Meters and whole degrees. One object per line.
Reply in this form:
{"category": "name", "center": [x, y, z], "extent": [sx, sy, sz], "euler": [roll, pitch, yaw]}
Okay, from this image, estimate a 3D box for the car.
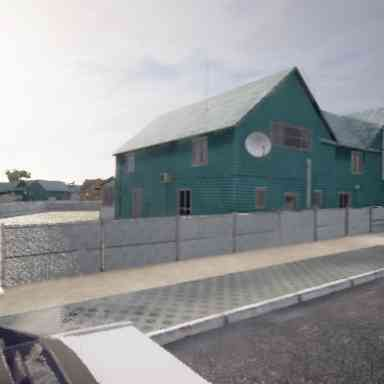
{"category": "car", "center": [-2.051, 1.600, 1.608], "extent": [4.718, 1.301, 1.895], "euler": [0, 0, -36]}
